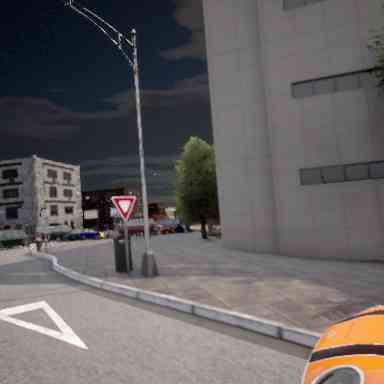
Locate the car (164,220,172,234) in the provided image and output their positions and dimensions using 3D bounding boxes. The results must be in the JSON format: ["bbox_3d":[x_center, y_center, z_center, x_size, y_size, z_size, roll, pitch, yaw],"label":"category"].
[{"bbox_3d":[-5.321,4.514,39.274,4.792,1.488,2.163,-5,-7,11],"label":"car"}]

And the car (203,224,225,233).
[{"bbox_3d":[6.211,10.265,93.621,5.566,2.045,2.435,-5,-7,11],"label":"car"}]

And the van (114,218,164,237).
[{"bbox_3d":[-5.826,3.993,36.571,4.442,1.987,1.878,-5,-6,11],"label":"van"}]

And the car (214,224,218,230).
[{"bbox_3d":[2.754,8.713,77.418,5.008,1.535,2.097,-5,-7,11],"label":"car"}]

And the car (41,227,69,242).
[{"bbox_3d":[-16.876,5.815,44.172,5.008,1.535,2.097,-5,-7,11],"label":"car"}]

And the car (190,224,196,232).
[{"bbox_3d":[-2.438,6.001,52.839,4.792,1.488,2.163,-5,-7,11],"label":"car"}]

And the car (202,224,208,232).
[{"bbox_3d":[0.382,7.367,66.454,4.553,1.767,2.185,-5,-7,11],"label":"car"}]

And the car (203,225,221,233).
[{"bbox_3d":[5.584,10.091,90.899,4.553,1.767,2.185,-5,-7,11],"label":"car"}]

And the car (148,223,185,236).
[{"bbox_3d":[-3.650,5.401,47.418,4.792,1.488,2.163,-5,-7,11],"label":"car"}]

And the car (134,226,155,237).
[{"bbox_3d":[-8.622,7.235,60.817,2.097,1.767,4.553,-5,-7,12],"label":"car"}]

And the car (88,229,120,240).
[{"bbox_3d":[-14.531,7.073,55.143,4.674,1.452,2.002,-5,-7,11],"label":"car"}]

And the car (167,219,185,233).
[{"bbox_3d":[-4.245,4.820,44.736,5.566,2.045,2.435,-5,-7,11],"label":"car"}]

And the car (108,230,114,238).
[{"bbox_3d":[-10.703,6.163,51.183,2.097,1.767,4.553,-5,-7,12],"label":"car"}]

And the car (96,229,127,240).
[{"bbox_3d":[-13.979,7.362,57.736,4.674,1.452,2.002,-5,-7,11],"label":"car"}]

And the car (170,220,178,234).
[{"bbox_3d":[-4.768,4.773,42.040,5.008,1.535,2.097,-5,-7,11],"label":"car"}]

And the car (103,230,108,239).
[{"bbox_3d":[-15.872,6.442,49.759,5.366,1.575,1.946,-5,-7,11],"label":"car"}]

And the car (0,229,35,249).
[{"bbox_3d":[-16.035,4.019,28.039,2.097,1.767,4.553,-6,-5,18],"label":"car"}]

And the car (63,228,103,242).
[{"bbox_3d":[-13.051,5.217,40.118,1.895,1.301,4.718,-5,-7,11],"label":"car"}]

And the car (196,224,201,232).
[{"bbox_3d":[-1.709,6.258,55.528,5.366,1.575,1.946,-5,-7,11],"label":"car"}]

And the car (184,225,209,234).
[{"bbox_3d":[0.993,7.792,69.147,4.892,1.521,2.231,-5,-7,11],"label":"car"}]

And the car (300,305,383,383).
[{"bbox_3d":[2.961,1.375,1.889,4.553,1.767,2.097,1,0,34],"label":"car"}]

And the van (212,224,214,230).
[{"bbox_3d":[2.027,8.183,74.630,4.442,1.987,1.878,-5,-7,11],"label":"van"}]
